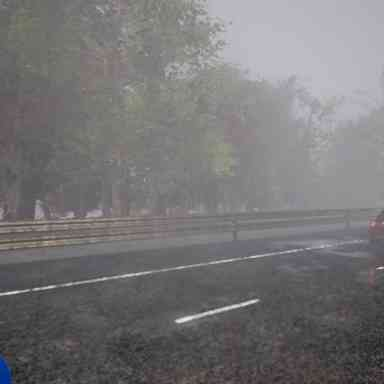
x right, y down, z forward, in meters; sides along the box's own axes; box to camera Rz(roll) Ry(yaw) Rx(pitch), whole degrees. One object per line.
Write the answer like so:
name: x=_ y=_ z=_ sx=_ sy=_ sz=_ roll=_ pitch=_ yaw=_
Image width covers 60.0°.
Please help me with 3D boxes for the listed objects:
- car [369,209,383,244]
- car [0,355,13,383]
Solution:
car: x=10.243 y=1.510 z=15.496 sx=4.553 sy=1.767 sz=2.097 roll=1 pitch=0 yaw=-36
car: x=-3.487 y=1.459 z=1.268 sx=5.008 sy=1.535 sz=1.882 roll=1 pitch=0 yaw=-35
